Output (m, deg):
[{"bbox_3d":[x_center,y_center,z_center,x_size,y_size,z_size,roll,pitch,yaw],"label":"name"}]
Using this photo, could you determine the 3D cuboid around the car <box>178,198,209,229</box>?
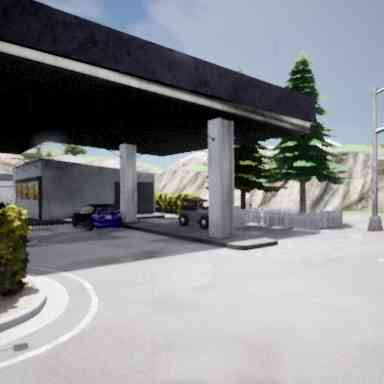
[{"bbox_3d":[0.693,1.365,22.182,1.905,1.878,3.866,-1,0,-37],"label":"car"}]

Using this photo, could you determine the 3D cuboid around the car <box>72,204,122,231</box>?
[{"bbox_3d":[-6.437,1.600,22.314,2.242,1.667,4.611,-1,0,-37],"label":"car"}]
